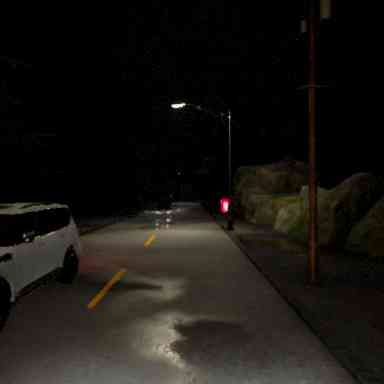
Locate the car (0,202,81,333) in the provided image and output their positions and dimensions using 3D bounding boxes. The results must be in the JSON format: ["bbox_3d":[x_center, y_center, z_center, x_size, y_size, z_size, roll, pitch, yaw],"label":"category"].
[{"bbox_3d":[-4.099,1.276,6.894,2.150,2.045,5.566,0,0,0],"label":"car"}]

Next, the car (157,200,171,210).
[{"bbox_3d":[-4.082,1.899,48.963,1.837,1.490,4.892,0,0,-1],"label":"car"}]
